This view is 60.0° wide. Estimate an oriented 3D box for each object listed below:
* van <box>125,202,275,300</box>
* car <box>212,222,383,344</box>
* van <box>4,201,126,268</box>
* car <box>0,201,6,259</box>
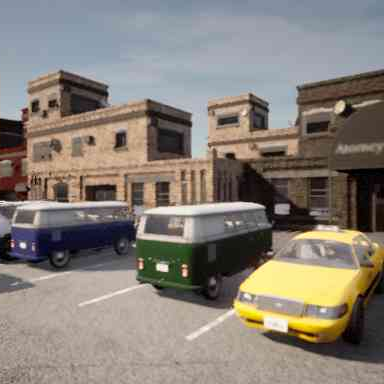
[{"bbox_3d":[0.639,1.299,8.644,1.878,1.987,4.442,-1,0,36],"label":"van"},{"bbox_3d":[2.711,1.493,6.794,1.946,1.575,5.366,-1,0,36],"label":"car"},{"bbox_3d":[-3.848,1.361,11.846,1.878,1.987,4.442,-1,0,36],"label":"van"},{"bbox_3d":[-6.145,1.368,13.376,2.435,2.045,5.566,-1,0,36],"label":"car"}]
